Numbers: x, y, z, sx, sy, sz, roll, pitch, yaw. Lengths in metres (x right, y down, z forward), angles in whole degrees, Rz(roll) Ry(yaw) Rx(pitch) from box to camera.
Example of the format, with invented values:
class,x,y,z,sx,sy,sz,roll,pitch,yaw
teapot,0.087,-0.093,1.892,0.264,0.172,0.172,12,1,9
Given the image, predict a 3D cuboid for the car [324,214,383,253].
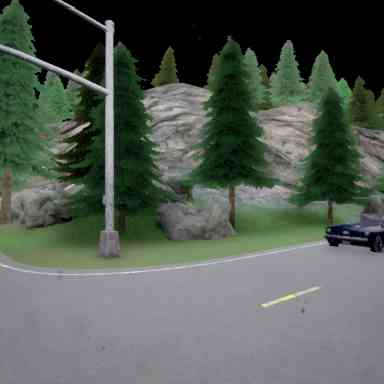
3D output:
class,x,y,z,sx,sy,sz,roll,pitch,yaw
car,7.522,1.610,13.940,4.718,1.301,1.895,0,0,-39
